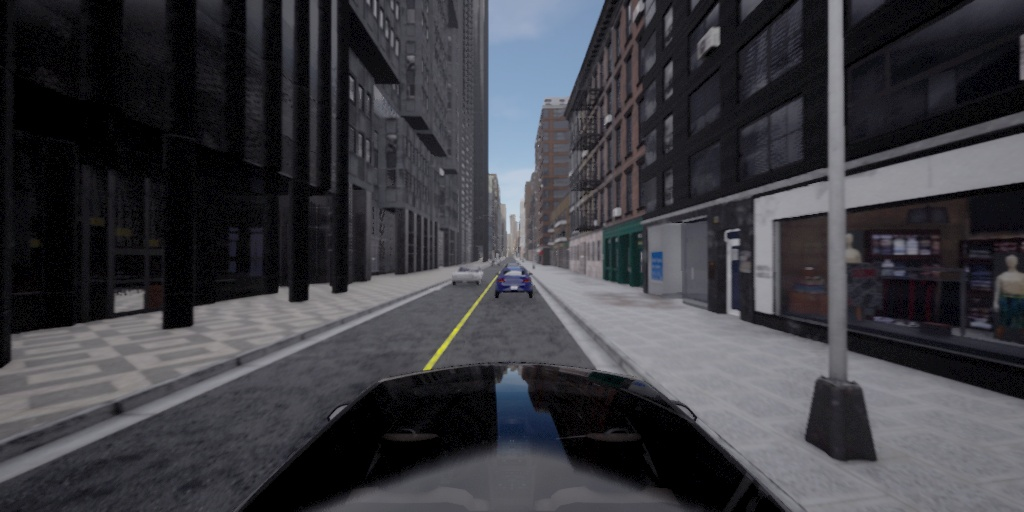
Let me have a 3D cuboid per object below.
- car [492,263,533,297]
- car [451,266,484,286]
[{"bbox_3d":[0.098,1.283,18.768,1.812,1.442,4.674,0,0,0],"label":"car"},{"bbox_3d":[-3.101,1.362,25.706,1.895,1.301,4.718,0,0,0],"label":"car"}]
